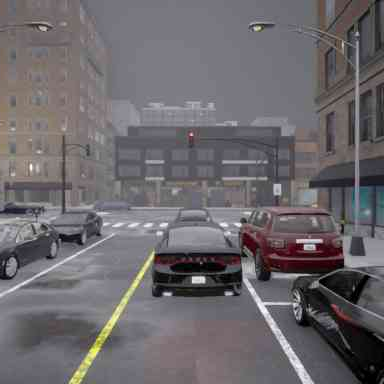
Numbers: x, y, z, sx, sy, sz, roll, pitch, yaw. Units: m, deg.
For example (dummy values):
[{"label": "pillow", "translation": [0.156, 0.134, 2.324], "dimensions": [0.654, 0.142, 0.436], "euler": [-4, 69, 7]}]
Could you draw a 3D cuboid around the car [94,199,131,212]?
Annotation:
[{"label": "car", "translation": [-8.995, 1.528, 37.696], "dimensions": [4.181, 1.385, 1.994], "euler": [0, 0, 0]}]

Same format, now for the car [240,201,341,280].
[{"label": "car", "translation": [2.623, 1.315, 9.815], "dimensions": [2.192, 1.841, 5.009], "euler": [0, 0, 0]}]

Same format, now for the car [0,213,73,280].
[{"label": "car", "translation": [-5.402, 1.551, 9.804], "dimensions": [2.008, 1.369, 4.403], "euler": [0, 0, 0]}]

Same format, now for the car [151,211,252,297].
[{"label": "car", "translation": [0.062, 1.478, 8.634], "dimensions": [1.882, 1.535, 5.008], "euler": [0, 0, -1]}]

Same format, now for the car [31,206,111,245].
[{"label": "car", "translation": [-5.409, 1.566, 15.467], "dimensions": [1.947, 1.339, 4.313], "euler": [0, 0, 0]}]

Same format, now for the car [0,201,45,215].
[{"label": "car", "translation": [-16.207, 1.531, 30.951], "dimensions": [4.718, 1.301, 1.895], "euler": [0, 0, 0]}]

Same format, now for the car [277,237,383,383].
[{"label": "car", "translation": [2.631, 1.566, 4.153], "dimensions": [1.947, 1.339, 4.313], "euler": [0, 0, 0]}]

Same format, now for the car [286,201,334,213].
[{"label": "car", "translation": [13.330, 1.676, 37.824], "dimensions": [4.718, 1.301, 1.895], "euler": [0, 0, 0]}]

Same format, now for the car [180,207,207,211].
[{"label": "car", "translation": [0.059, 1.505, 16.137], "dimensions": [1.837, 1.490, 4.892], "euler": [0, 0, 0]}]
